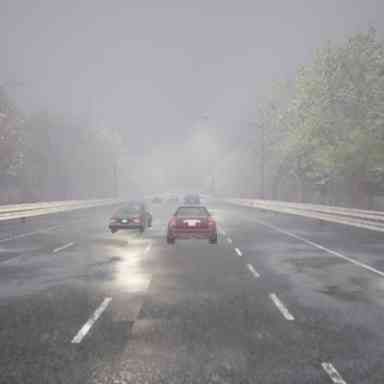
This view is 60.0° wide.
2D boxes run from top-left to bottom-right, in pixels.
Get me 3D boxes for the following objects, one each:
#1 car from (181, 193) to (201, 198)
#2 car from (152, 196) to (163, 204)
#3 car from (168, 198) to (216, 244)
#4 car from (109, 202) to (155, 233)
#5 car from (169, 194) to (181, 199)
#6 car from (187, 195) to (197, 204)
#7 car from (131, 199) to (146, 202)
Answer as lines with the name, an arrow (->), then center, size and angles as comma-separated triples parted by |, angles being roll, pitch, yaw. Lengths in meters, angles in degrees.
car -> 0.005, 1.245, 43.228 | 2.150, 2.045, 5.566 | 0, 0, 0
car -> -6.989, 1.562, 67.580 | 1.837, 1.490, 4.892 | 0, 0, 0
car -> 0.001, 1.357, 16.090 | 2.097, 1.767, 4.553 | 0, 0, 0
car -> -3.500, 1.554, 19.802 | 2.033, 1.411, 5.357 | 0, 0, 0
car -> -3.492, 1.406, 67.446 | 2.097, 1.767, 4.553 | 0, 0, 0
car -> 0.008, 1.406, 67.382 | 2.097, 1.767, 4.553 | 0, 0, 0
car -> -6.994, 1.588, 43.277 | 1.994, 1.385, 4.181 | 0, 0, 0
